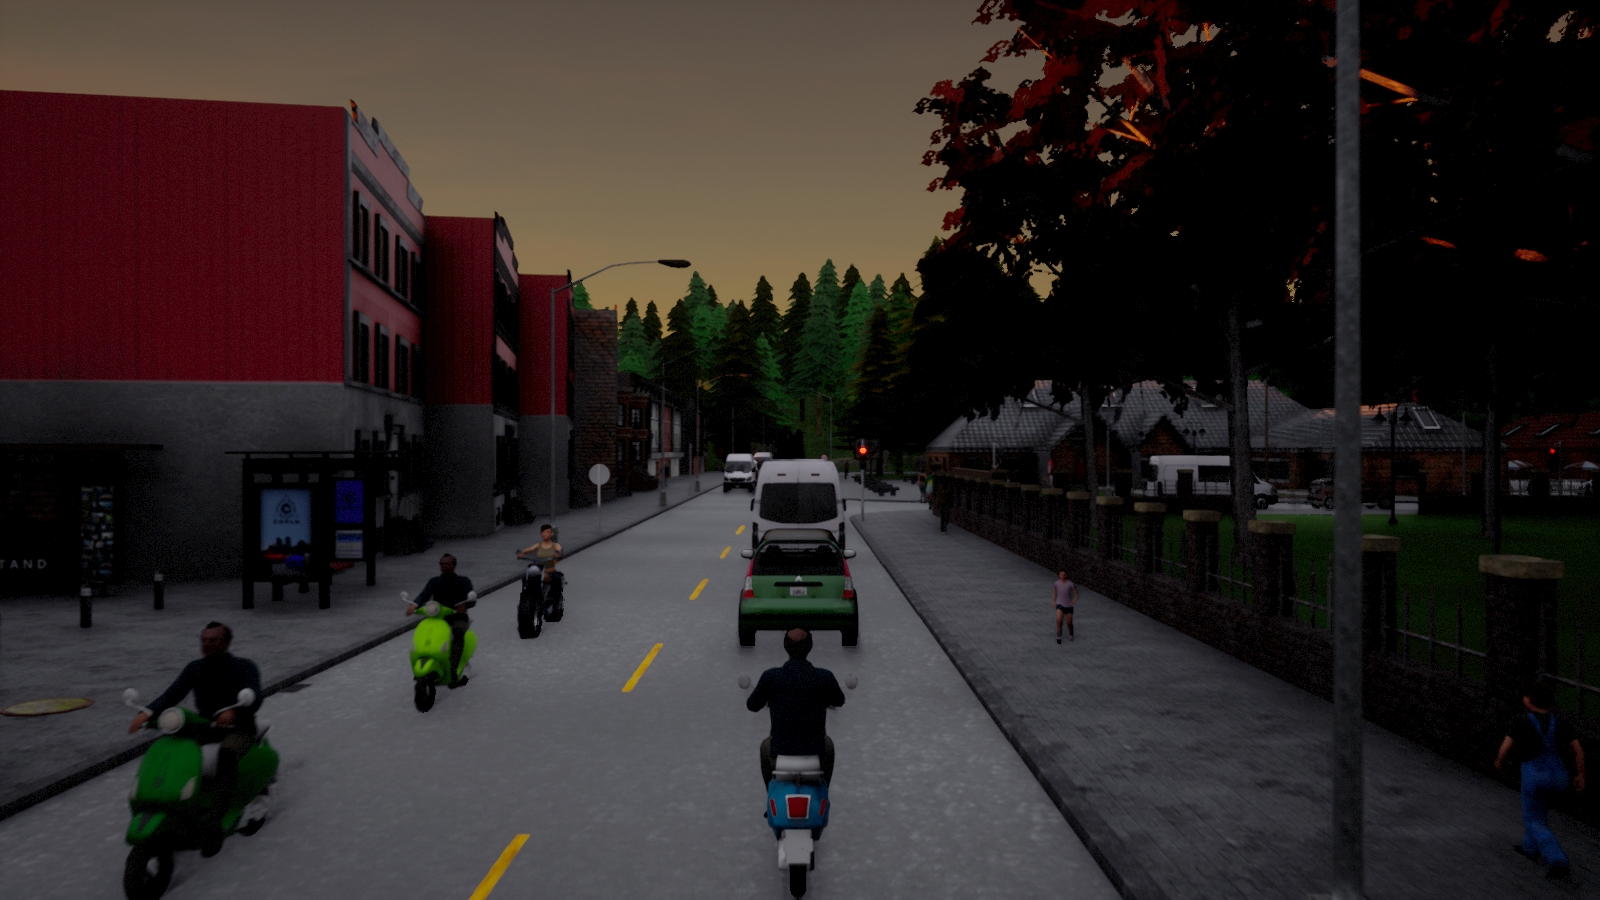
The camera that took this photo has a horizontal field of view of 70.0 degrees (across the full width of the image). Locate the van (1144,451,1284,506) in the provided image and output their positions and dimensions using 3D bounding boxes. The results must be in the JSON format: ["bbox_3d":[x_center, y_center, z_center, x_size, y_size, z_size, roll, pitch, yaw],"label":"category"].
[{"bbox_3d":[19.578,1.314,54.228,5.915,2.561,1.988,0,0,1],"label":"van"}]

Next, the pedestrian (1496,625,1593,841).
[{"bbox_3d":[4.792,1.805,7.365,0.375,1.300,0.375,0,0,0],"label":"pedestrian"}]

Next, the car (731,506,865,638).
[{"bbox_3d":[-0.027,1.779,17.741,1.851,1.617,3.988,0,0,0],"label":"car"}]

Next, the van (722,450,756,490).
[{"bbox_3d":[-4.116,1.314,77.739,1.988,2.561,5.915,0,0,0],"label":"van"}]

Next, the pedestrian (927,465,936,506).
[{"bbox_3d":[5.989,1.628,52.113,0.375,1.860,0.375,0,0,15],"label":"pedestrian"}]

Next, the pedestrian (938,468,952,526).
[{"bbox_3d":[4.730,1.525,37.269,0.375,1.860,0.375,0,0,-1],"label":"pedestrian"}]

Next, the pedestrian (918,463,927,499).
[{"bbox_3d":[6.403,1.628,59.542,0.375,1.860,0.375,0,0,20],"label":"pedestrian"}]

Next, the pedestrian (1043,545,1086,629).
[{"bbox_3d":[3.710,1.904,16.021,0.500,1.100,0.500,0,0,23],"label":"pedestrian"}]

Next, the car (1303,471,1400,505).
[{"bbox_3d":[26.115,1.806,54.166,3.705,1.549,1.789,0,0,0],"label":"car"}]

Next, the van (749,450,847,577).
[{"bbox_3d":[-0.048,1.311,26.012,1.988,2.561,5.915,0,-1,0],"label":"van"}]

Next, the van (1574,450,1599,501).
[{"bbox_3d":[42.649,1.314,57.509,5.915,2.561,1.988,0,-1,27],"label":"van"}]
